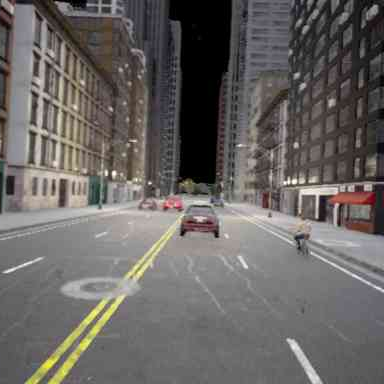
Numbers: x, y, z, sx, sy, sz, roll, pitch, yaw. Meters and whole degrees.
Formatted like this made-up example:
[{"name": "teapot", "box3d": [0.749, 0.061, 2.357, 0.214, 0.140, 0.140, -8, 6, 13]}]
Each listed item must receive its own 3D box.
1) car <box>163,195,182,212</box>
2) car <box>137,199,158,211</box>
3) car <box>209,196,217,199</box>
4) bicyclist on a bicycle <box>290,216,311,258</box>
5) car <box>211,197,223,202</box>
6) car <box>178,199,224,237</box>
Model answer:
[{"name": "car", "box3d": [-2.324, 1.415, 41.726, 2.150, 2.045, 5.566, 3, 0, 2]}, {"name": "car", "box3d": [-5.568, 1.570, 42.252, 1.812, 1.442, 4.674, 3, 0, 2]}, {"name": "car", "box3d": [5.237, 2.016, 77.243, 2.150, 2.045, 5.566, 3, 0, 2]}, {"name": "bicyclist on a bicycle", "box3d": [4.366, 1.740, 13.225, 0.866, 1.612, 1.509, 3, 0, 1]}, {"name": "car", "box3d": [4.892, 2.161, 61.690, 2.128, 1.511, 4.902, 3, 0, 2]}, {"name": "car", "box3d": [0.485, 1.519, 19.580, 2.097, 1.767, 4.553, 3, 0, 2]}]
